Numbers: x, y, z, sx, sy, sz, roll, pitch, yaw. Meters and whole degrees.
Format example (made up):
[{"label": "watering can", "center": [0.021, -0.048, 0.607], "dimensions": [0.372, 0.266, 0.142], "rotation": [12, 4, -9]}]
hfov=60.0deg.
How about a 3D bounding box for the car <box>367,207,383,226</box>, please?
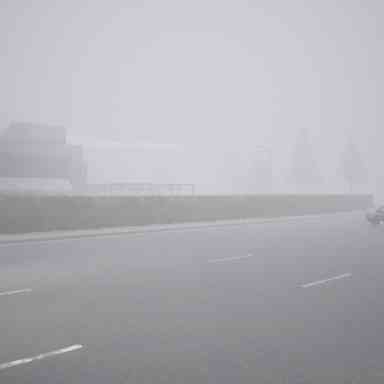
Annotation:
[{"label": "car", "center": [13.680, 1.601, 22.095], "dimensions": [4.718, 1.301, 1.895], "rotation": [0, 0, -35]}]
